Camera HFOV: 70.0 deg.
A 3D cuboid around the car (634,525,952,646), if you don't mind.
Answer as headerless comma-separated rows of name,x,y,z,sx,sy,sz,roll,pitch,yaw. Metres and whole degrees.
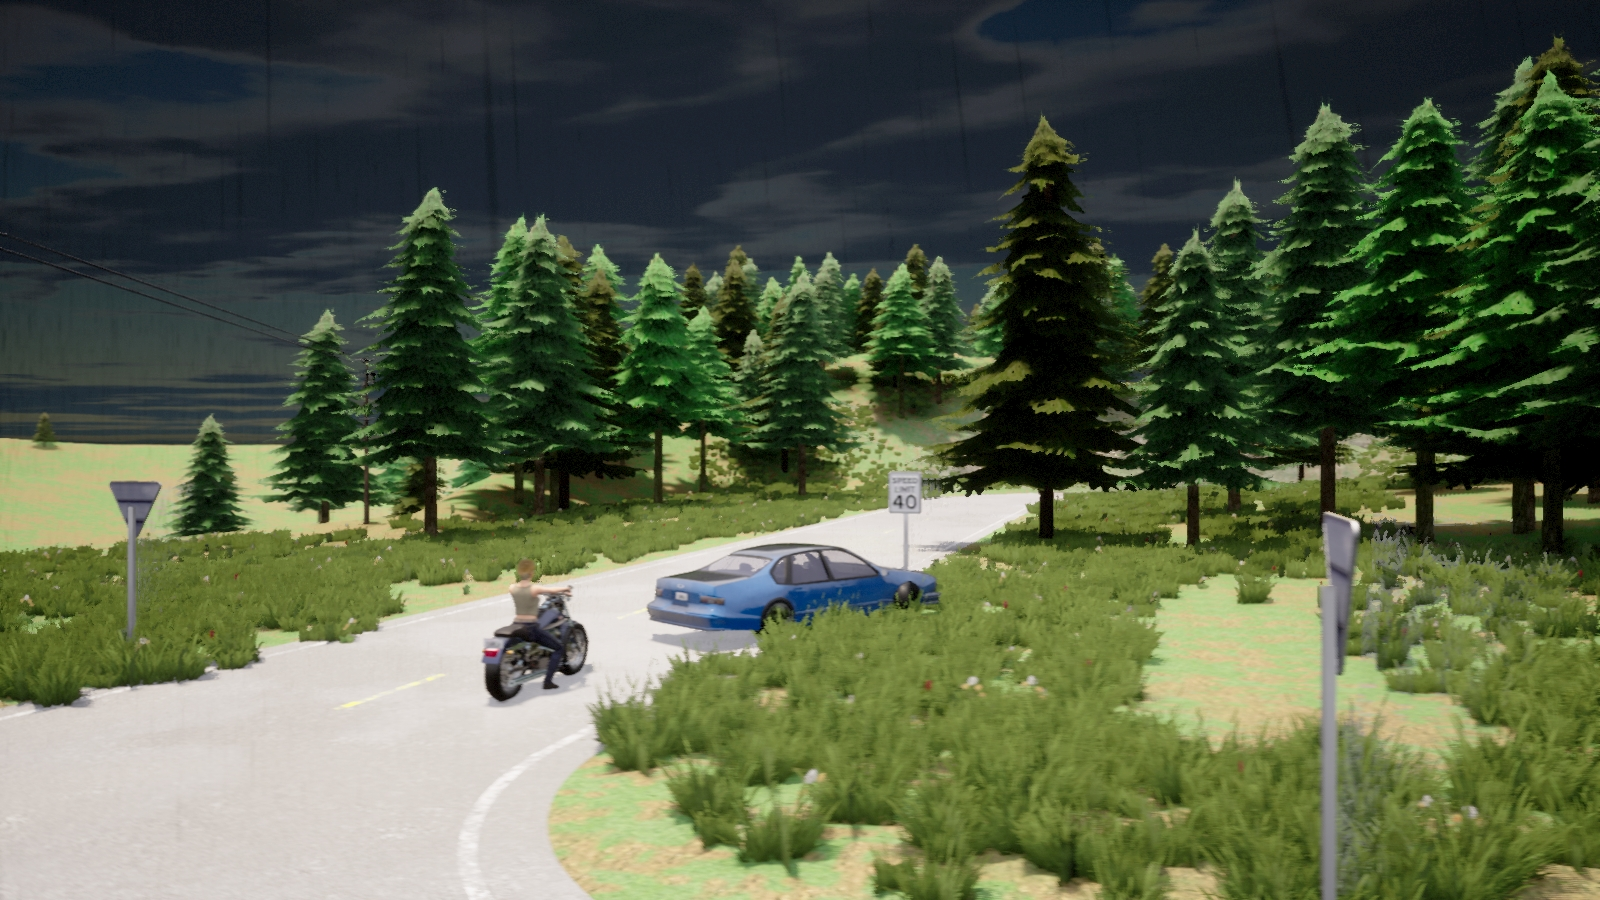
car,0.037,2.131,19.094,5.357,1.411,2.033,0,0,-43
